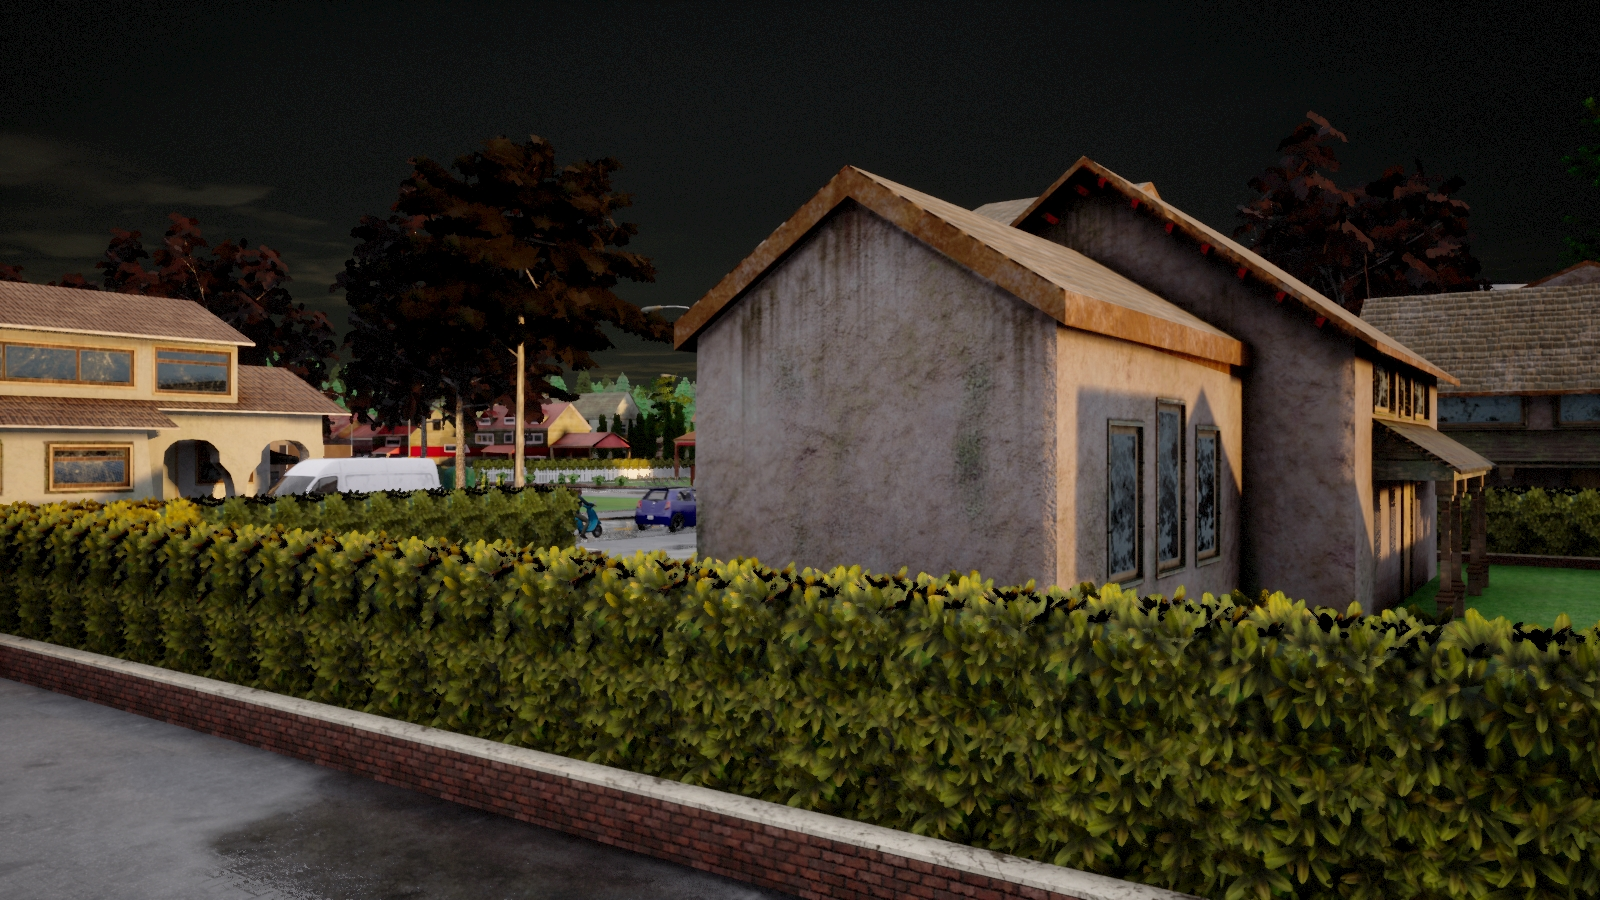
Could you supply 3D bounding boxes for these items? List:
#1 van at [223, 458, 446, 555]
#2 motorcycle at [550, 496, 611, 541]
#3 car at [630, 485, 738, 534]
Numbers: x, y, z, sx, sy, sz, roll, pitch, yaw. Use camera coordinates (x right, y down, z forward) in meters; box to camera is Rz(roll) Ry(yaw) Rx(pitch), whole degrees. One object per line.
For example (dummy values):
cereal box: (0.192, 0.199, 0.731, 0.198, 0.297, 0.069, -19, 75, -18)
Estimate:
van: (-13.437, 1.523, 33.434, 1.988, 2.561, 5.915, 0, 0, 35)
motorcycle: (-6.879, 2.132, 35.873, 0.856, 1.316, 1.805, 0, 0, 35)
car: (-4.002, 2.029, 39.927, 1.845, 1.501, 3.633, 0, 0, 35)
